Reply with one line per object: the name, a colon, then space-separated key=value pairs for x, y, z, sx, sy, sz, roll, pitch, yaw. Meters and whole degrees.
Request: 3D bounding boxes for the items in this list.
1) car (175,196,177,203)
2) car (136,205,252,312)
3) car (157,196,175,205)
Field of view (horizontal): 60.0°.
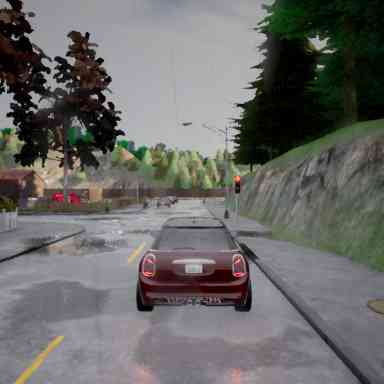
car: x=-4.064 y=1.526 z=59.090 sx=1.812 sy=1.442 sz=4.674 roll=0 pitch=0 yaw=0
car: x=0.055 y=1.352 z=7.891 sx=2.097 sy=1.767 sz=4.553 roll=0 pitch=0 yaw=1
car: x=-4.087 y=1.491 z=49.060 sx=2.128 sy=1.511 sz=4.902 roll=0 pitch=0 yaw=0
